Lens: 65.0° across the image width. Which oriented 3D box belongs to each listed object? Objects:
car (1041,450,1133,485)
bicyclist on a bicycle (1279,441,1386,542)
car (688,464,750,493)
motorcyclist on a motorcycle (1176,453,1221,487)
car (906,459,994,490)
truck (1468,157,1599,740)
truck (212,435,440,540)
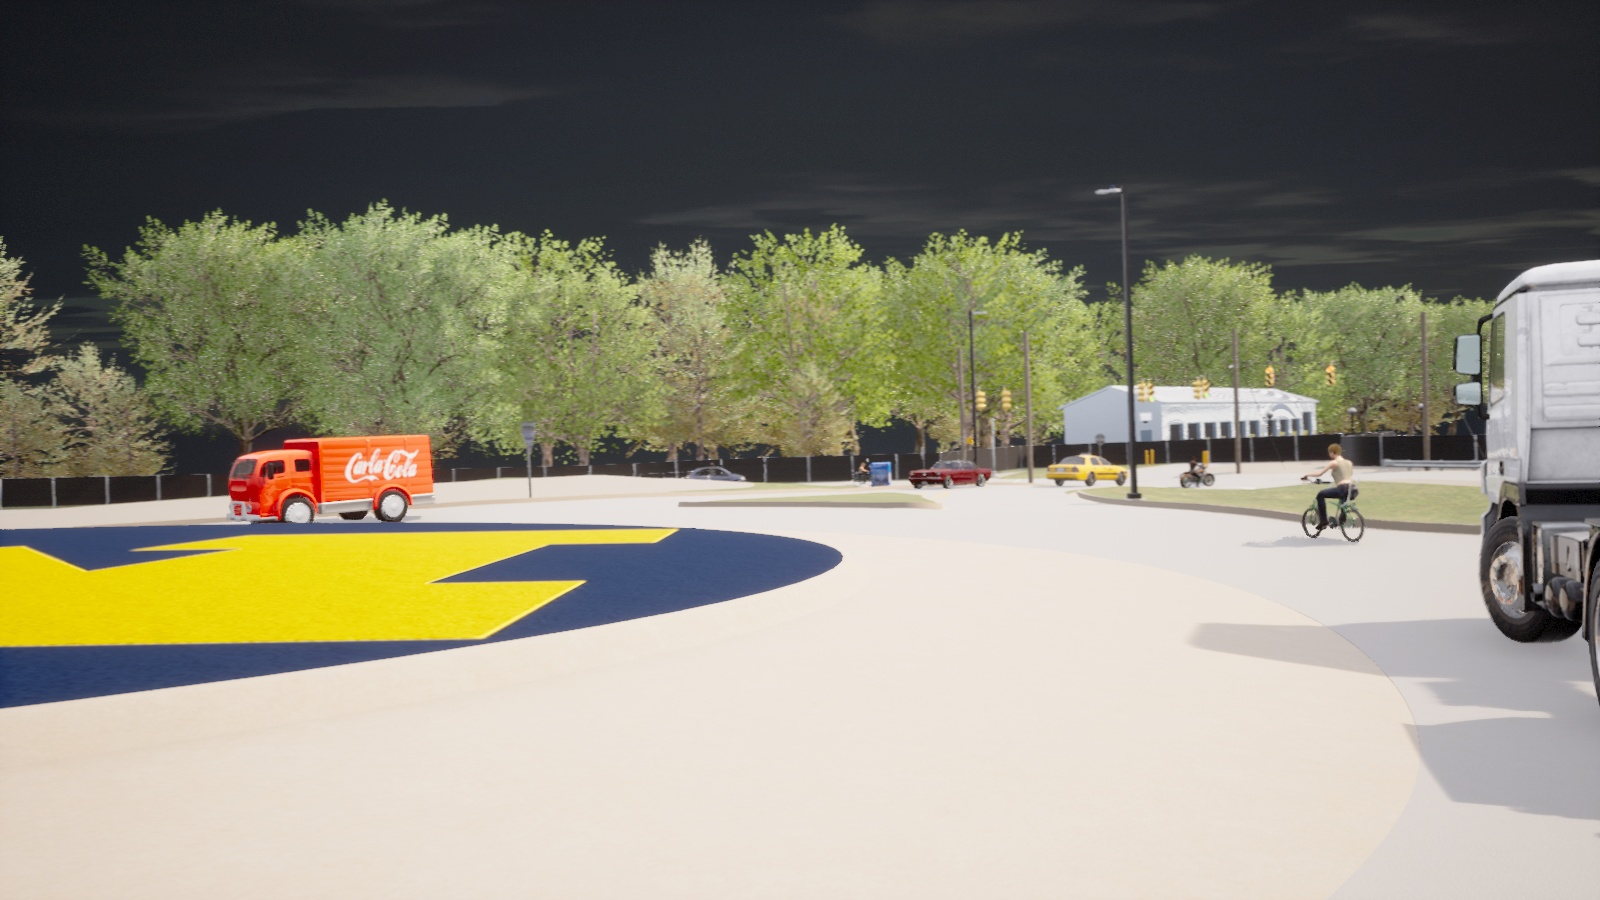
[{"bbox_3d":[13.512,0.823,58.939,1.801,1.575,5.366,-1,-1,42],"label":"car"},{"bbox_3d":[8.822,0.663,20.874,0.866,1.612,1.509,-1,0,-17],"label":"bicyclist on a bicycle"},{"bbox_3d":[-5.369,1.880,83.456,3.988,1.617,1.851,-2,2,-2],"label":"car"},{"bbox_3d":[20.382,1.019,64.243,2.350,1.649,0.766,-3,2,-29],"label":"motorcyclist on a motorcycle"},{"bbox_3d":[7.081,1.113,58.945,1.895,1.301,4.718,-2,0,39],"label":"car"},{"bbox_3d":[6.788,-0.027,8.673,2.891,3.462,7.936,-2,0,22],"label":"truck"},{"bbox_3d":[-13.153,0.946,35.109,2.627,2.467,5.204,-1,3,43],"label":"truck"}]
